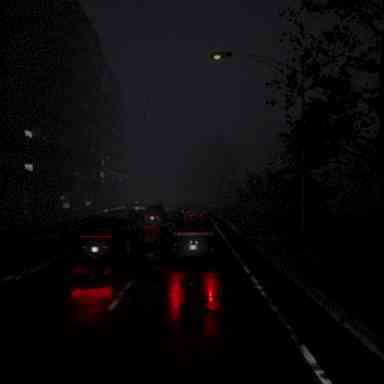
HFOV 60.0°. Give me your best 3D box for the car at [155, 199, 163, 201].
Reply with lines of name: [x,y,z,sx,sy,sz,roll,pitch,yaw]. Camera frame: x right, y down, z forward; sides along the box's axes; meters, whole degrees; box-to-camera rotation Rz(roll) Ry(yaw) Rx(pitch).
car: [-6.462,2.164,64.543,1.837,1.490,4.892,0,-1,-1]

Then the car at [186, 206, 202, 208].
car: [0.146,1.824,27.384,2.033,1.411,5.357,0,-1,1]

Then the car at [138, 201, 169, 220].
car: [-3.088,1.794,28.397,1.837,1.490,4.892,0,0,1]

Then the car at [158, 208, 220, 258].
car: [0.071,1.628,13.395,2.128,1.511,4.902,0,0,1]

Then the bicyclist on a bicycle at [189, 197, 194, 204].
bicyclist on a bicycle: [0.062,2.260,87.450,0.659,1.776,1.843,0,0,-3]

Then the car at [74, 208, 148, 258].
car: [-3.180,1.642,13.394,1.837,1.490,4.892,0,0,1]

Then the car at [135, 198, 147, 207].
car: [-9.709,2.018,64.831,2.097,1.767,4.553,0,-1,-1]
